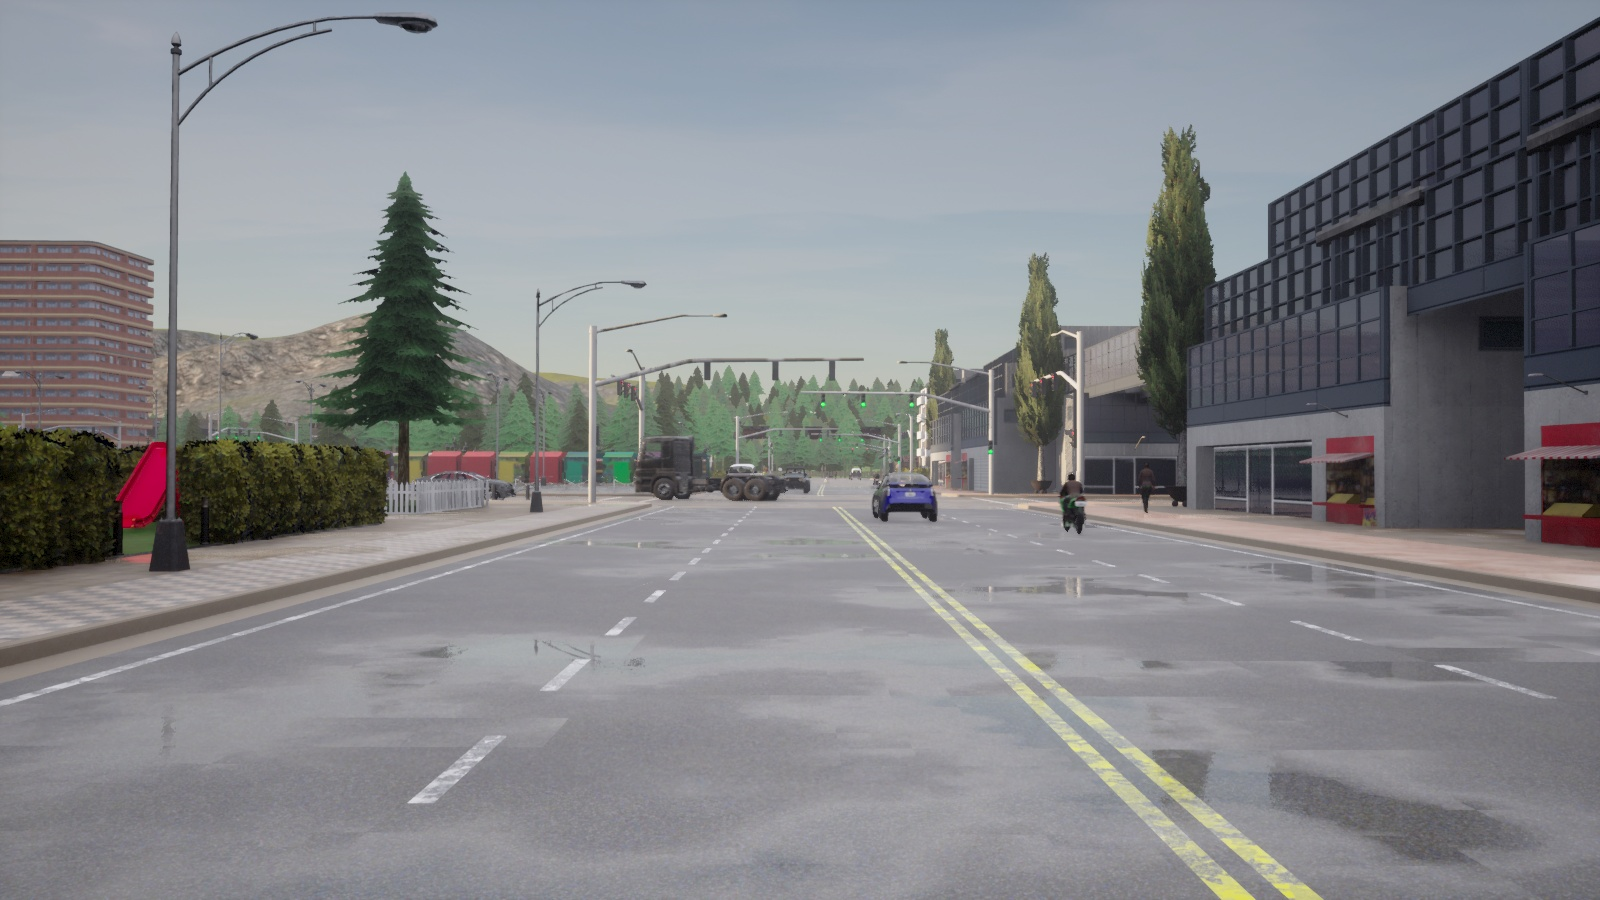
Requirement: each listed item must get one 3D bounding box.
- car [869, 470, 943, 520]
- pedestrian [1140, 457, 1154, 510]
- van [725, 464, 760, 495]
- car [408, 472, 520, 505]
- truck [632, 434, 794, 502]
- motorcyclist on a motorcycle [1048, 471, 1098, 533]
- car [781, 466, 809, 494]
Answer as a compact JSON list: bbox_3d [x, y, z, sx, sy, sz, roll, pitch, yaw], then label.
[{"bbox_3d":[3.399,1.433,40.887,2.007,1.525,4.514,0,-1,0],"label":"car"},{"bbox_3d":[12.013,1.154,43.523,0.328,1.805,0.869,0,-1,7],"label":"pedestrian"},{"bbox_3d":[-3.870,1.979,85.083,2.069,2.038,4.480,0,-1,1],"label":"van"},{"bbox_3d":[-16.275,1.858,61.007,4.902,1.511,2.128,0,-1,0],"label":"car"},{"bbox_3d":[-4.540,0.953,65.825,7.936,3.462,2.891,-1,-1,16],"label":"truck"},{"bbox_3d":[6.921,1.304,31.915,0.797,1.523,2.044,0,-1,0],"label":"motorcyclist on a motorcycle"},{"bbox_3d":[-0.334,2.079,87.593,1.905,1.878,3.866,0,-1,1],"label":"car"}]
